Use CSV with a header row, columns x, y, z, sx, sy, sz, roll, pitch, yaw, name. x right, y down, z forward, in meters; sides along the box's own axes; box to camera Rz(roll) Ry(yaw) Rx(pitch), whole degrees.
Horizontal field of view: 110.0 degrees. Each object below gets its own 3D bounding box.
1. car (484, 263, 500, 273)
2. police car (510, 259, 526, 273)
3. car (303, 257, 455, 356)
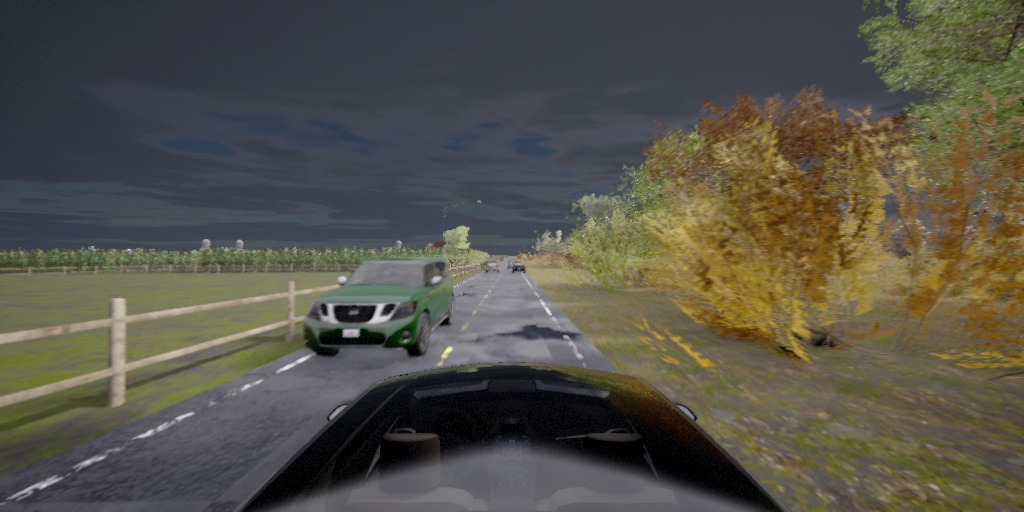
x,y,z,sx,sy,sz,roll,pitch,yaw,name
-2.788,1.667,50.999,1.812,1.442,4.674,0,0,0,car
0.974,1.564,50.631,1.930,1.638,5.238,0,0,0,police car
-2.848,1.036,9.120,2.150,2.045,5.566,0,0,0,car
